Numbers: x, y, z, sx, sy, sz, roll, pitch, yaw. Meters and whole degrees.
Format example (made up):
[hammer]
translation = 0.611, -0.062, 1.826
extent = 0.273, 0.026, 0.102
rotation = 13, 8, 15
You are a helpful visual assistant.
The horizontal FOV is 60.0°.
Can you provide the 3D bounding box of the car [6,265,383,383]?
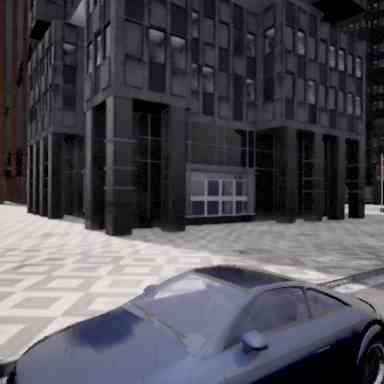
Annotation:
[car]
translation = 0.331, 1.587, 3.612
extent = 4.181, 1.385, 1.994
rotation = 1, 0, -35
